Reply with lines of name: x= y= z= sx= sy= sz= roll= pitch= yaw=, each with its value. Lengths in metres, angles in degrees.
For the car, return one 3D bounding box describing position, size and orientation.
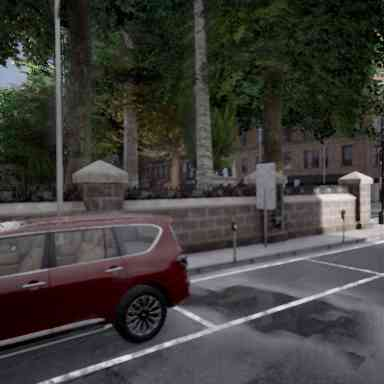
car: x=-2.346 y=1.306 z=4.859 sx=5.009 sy=1.841 sz=2.192 roll=-1 pitch=0 yaw=-35
